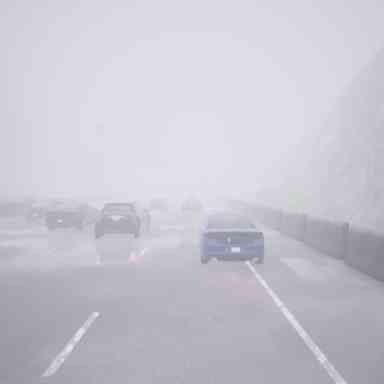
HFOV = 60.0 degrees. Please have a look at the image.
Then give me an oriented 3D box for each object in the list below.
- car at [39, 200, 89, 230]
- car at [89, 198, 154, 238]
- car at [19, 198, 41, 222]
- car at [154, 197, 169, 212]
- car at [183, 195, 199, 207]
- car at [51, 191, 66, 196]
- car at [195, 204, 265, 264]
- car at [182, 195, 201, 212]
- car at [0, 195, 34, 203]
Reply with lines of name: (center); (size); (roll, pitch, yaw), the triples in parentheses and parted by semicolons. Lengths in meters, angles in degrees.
car: (-6.941, 1.345, 19.906); (1.882, 1.535, 5.008); (0, 1, 0)
car: (-3.435, 1.247, 17.134); (2.097, 1.767, 4.553); (0, 1, 0)
car: (-10.463, 1.345, 24.443); (1.812, 1.442, 4.674); (0, 1, 0)
car: (-3.471, 1.246, 34.768); (2.033, 1.411, 5.357); (0, 1, 0)
car: (-0.082, 1.137, 44.109); (2.033, 1.411, 5.357); (0, 1, 0)
car: (-31.662, 0.407, 78.916); (2.097, 1.767, 4.553); (0, 1, 0)
car: (1.201, 1.418, 11.641); (1.882, 1.535, 5.008); (0, 0, 0)
car: (-0.020, 1.271, 34.074); (1.994, 1.385, 4.181); (0, 1, 1)
car: (-21.179, 1.099, 41.373); (1.882, 1.535, 5.008); (0, 1, 0)
